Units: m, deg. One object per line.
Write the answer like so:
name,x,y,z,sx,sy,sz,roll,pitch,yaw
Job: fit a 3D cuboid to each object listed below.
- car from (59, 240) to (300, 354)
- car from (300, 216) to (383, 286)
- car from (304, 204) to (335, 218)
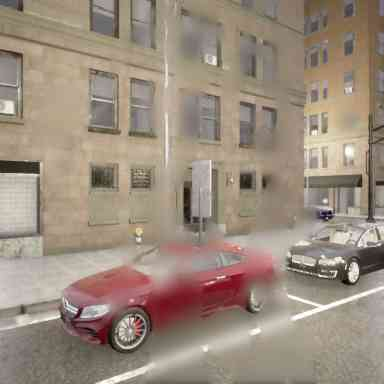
car,-0.172,1.582,6.055,4.206,1.307,1.802,0,0,-35
car,4.462,1.550,9.343,4.403,1.369,2.008,0,0,-35
car,8.246,1.516,25.155,1.895,1.301,4.718,0,0,-35
